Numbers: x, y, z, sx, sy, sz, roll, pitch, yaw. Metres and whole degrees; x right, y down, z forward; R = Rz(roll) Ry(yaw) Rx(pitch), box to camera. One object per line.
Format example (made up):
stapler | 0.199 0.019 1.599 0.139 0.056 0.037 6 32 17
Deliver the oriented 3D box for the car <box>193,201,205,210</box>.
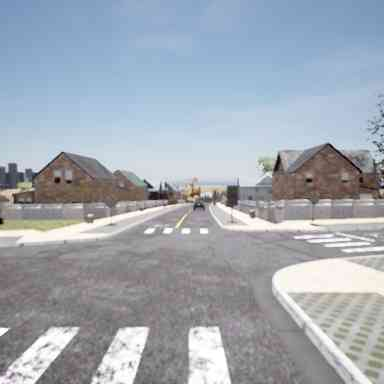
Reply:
car | 1.290 2.321 60.082 2.097 1.767 4.553 0 -1 2

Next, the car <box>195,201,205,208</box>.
car | 1.732 2.559 70.107 2.033 1.411 5.357 0 -1 3
